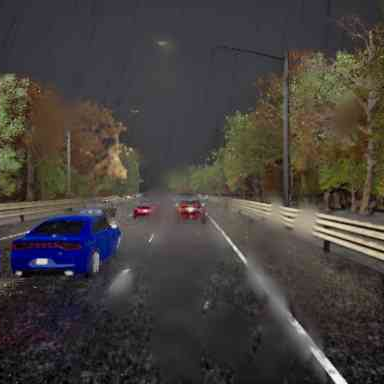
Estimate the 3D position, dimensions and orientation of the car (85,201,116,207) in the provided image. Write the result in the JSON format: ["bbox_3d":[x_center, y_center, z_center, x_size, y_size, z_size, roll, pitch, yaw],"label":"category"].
[{"bbox_3d":[-7.147,1.431,25.803,2.033,1.411,5.357,0,0,-1],"label":"car"}]

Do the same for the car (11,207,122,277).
[{"bbox_3d":[-3.454,1.432,10.087,1.882,1.535,5.008,0,0,0],"label":"car"}]

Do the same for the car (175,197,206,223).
[{"bbox_3d":[-0.132,1.240,24.357,2.097,1.767,4.553,0,0,-1],"label":"car"}]

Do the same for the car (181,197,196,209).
[{"bbox_3d":[-0.519,1.354,42.033,1.812,1.442,4.674,0,0,-1],"label":"car"}]

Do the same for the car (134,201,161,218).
[{"bbox_3d":[-3.702,1.437,28.148,1.994,1.385,4.181,0,0,-1],"label":"car"}]
